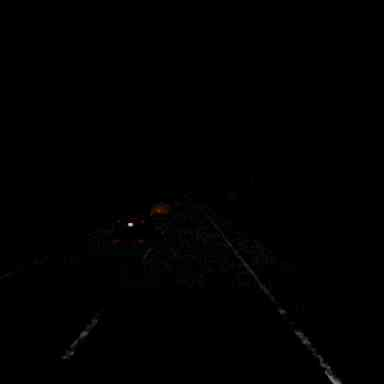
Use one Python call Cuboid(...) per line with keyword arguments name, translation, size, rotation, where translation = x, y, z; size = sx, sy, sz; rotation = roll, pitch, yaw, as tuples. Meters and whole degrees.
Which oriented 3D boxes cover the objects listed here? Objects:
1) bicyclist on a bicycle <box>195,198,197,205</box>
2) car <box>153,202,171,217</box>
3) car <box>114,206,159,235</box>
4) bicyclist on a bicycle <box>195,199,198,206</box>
Cuboid(name="bicyclist on a bicycle", translation=(0.956, 2.301, 82.088), size=(0.659, 1.776, 1.843), rotation=(0, 0, 0))
Cuboid(name="car", translation=(-3.404, 1.898, 37.107), size=(1.882, 1.535, 5.008), rotation=(0, -1, 0))
Cuboid(name="car", translation=(-3.400, 1.796, 20.377), size=(1.994, 1.385, 4.181), rotation=(0, -1, 0))
Cuboid(name="bicyclist on a bicycle", translation=(0.953, 2.265, 73.091), size=(0.866, 1.612, 1.509), rotation=(0, -1, 0))
